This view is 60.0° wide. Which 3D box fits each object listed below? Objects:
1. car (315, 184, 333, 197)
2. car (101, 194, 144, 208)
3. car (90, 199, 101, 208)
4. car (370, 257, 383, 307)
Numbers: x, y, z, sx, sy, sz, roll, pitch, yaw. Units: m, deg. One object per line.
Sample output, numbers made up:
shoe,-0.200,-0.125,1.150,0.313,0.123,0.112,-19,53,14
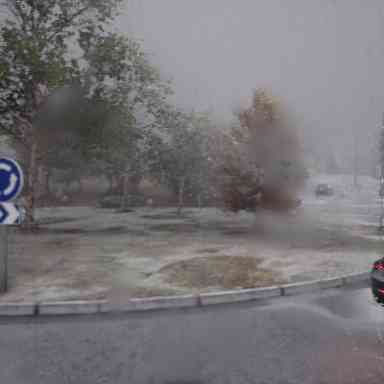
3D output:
car,22.724,-0.416,57.033,2.150,2.045,5.566,0,6,32
car,-7.934,0.909,39.156,4.674,1.442,1.812,1,0,-12
car,-10.279,1.236,41.826,4.892,1.490,1.837,1,0,-16
car,5.437,1.504,6.221,4.892,1.490,1.837,1,0,-28
